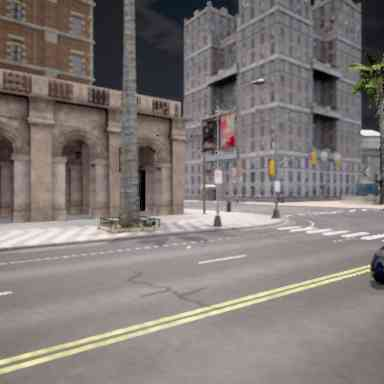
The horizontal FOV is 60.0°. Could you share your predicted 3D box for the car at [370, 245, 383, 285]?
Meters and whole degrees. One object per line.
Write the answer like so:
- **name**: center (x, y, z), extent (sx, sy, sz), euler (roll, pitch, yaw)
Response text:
- **car**: center (6.265, 1.539, 8.216), extent (4.181, 1.385, 1.994), euler (0, 0, -35)
